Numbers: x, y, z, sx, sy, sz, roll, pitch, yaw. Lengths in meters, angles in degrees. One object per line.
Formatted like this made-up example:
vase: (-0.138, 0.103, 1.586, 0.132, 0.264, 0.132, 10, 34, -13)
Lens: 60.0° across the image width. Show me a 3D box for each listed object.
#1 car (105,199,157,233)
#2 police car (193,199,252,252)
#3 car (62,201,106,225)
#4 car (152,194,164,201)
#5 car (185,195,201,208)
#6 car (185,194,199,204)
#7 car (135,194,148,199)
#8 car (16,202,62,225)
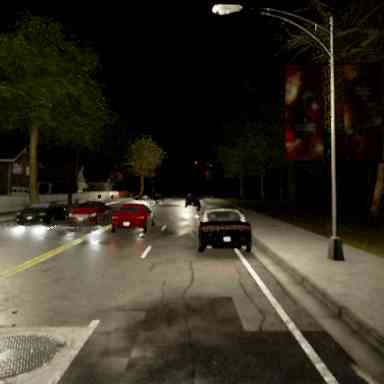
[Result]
car: (-3.147, 1.349, 18.288, 1.812, 1.442, 4.674, 0, 1, 0)
police car: (1.138, 1.293, 13.367, 1.930, 1.638, 5.238, 0, 1, 0)
car: (-6.596, 1.317, 21.986, 1.812, 1.442, 4.674, 0, 1, 0)
car: (-6.512, 1.032, 63.819, 1.994, 1.385, 4.181, 0, 0, 0)
car: (0.077, 1.157, 40.930, 1.812, 1.442, 4.674, 0, 0, 0)
car: (0.003, 1.094, 52.282, 2.033, 1.411, 5.357, 0, 0, 0)
car: (-9.755, 1.071, 63.726, 1.895, 1.301, 4.718, 0, 0, 0)
car: (-9.846, 1.354, 22.123, 1.994, 1.385, 4.181, 0, 1, 0)
